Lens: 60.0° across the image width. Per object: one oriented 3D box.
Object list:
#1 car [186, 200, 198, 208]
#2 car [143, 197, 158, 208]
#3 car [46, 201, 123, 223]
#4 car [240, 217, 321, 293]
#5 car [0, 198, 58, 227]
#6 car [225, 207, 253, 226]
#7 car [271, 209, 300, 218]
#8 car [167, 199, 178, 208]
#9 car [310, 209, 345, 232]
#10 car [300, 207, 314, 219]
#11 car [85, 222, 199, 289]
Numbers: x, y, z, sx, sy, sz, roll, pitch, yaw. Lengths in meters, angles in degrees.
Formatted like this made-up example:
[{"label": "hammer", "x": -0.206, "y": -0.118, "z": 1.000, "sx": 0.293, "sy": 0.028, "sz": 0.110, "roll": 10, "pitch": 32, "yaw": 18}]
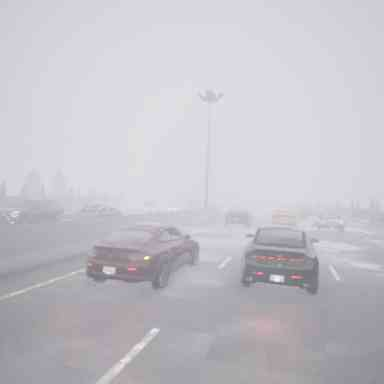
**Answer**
[{"label": "car", "x": 0.003, "y": 2.168, "z": 59.139, "sx": 1.837, "sy": 1.490, "sz": 4.892, "roll": 3, "pitch": -1, "yaw": -3}, {"label": "car", "x": -6.869, "y": 1.680, "z": 55.464, "sx": 2.097, "sy": 1.767, "sz": 4.553, "roll": 2, "pitch": -1, "yaw": -1}, {"label": "car", "x": -5.771, "y": 1.462, "z": 19.391, "sx": 2.128, "sy": 1.511, "sz": 4.902, "roll": 2, "pitch": -1, "yaw": 16}, {"label": "car", "x": 2.575, "y": 1.725, "z": 9.705, "sx": 1.837, "sy": 1.490, "sz": 4.892, "roll": 2, "pitch": -1, "yaw": 16}, {"label": "car", "x": -9.431, "y": 1.165, "z": 19.305, "sx": 2.097, "sy": 1.767, "sz": 4.553, "roll": 2, "pitch": -1, "yaw": 16}, {"label": "car", "x": 3.902, "y": 1.950, "z": 27.224, "sx": 1.882, "sy": 1.535, "sz": 5.008, "roll": 2, "pitch": -1, "yaw": 14}, {"label": "car", "x": 7.600, "y": 2.113, "z": 27.610, "sx": 1.882, "sy": 1.535, "sz": 5.008, "roll": 2, "pitch": -1, "yaw": 14}, {"label": "car", "x": -3.567, "y": 2.014, "z": 60.173, "sx": 2.128, "sy": 1.511, "sz": 4.902, "roll": 3, "pitch": -1, "yaw": -3}, {"label": "car", "x": 10.969, "y": 2.373, "z": 26.889, "sx": 1.895, "sy": 1.301, "sz": 4.718, "roll": 2, "pitch": -1, "yaw": 14}, {"label": "car", "x": 13.215, "y": 2.504, "z": 38.414, "sx": 1.837, "sy": 1.490, "sz": 4.892, "roll": 2, "pitch": 0, "yaw": 8}, {"label": "car", "x": -1.150, "y": 1.583, "z": 9.414, "sx": 1.812, "sy": 1.442, "sz": 4.674, "roll": 2, "pitch": -1, "yaw": 16}]
